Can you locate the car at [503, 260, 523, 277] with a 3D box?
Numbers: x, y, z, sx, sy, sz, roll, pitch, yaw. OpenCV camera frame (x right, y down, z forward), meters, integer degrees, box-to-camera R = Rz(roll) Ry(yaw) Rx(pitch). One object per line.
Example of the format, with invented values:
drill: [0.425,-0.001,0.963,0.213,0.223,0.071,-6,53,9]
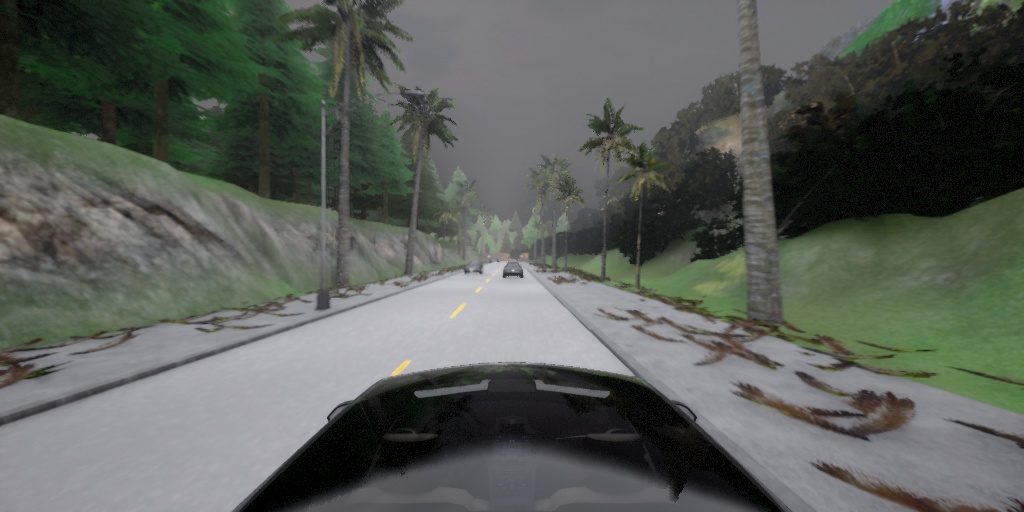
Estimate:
car: [0.105,1.324,35.260,1.994,1.385,4.181,0,0,0]

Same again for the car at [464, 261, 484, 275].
car: [-4.075,1.252,38.903,2.128,1.511,4.902,0,0,0]
